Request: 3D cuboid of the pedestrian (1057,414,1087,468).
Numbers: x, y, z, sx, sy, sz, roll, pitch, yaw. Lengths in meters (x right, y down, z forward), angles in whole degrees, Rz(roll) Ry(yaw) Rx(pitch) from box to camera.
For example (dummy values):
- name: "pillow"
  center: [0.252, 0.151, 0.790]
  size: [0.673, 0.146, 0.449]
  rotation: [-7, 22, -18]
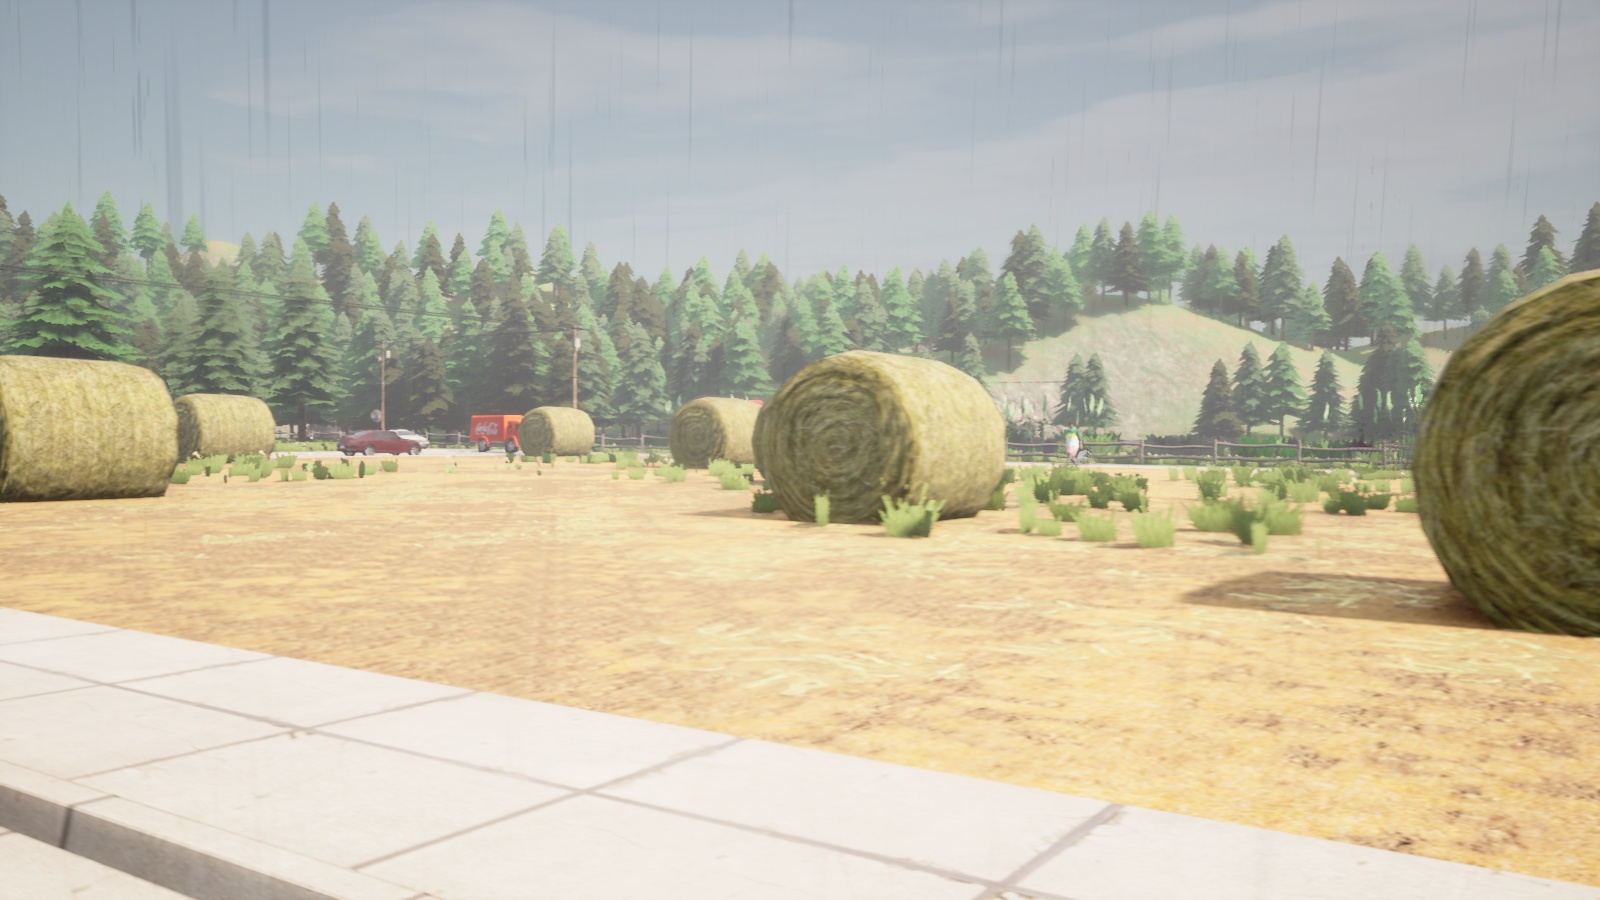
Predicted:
- name: "pedestrian"
  center: [9.937, -0.346, 45.854]
  size: [0.873, 1.952, 0.659]
  rotation: [-1, 1, -42]

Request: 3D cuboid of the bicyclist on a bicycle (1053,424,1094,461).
- name: "bicyclist on a bicycle"
  center: [13.474, -0.373, 61.931]
  size: [1.843, 1.776, 0.659]
  rotation: [0, 1, 37]

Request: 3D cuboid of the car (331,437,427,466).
- name: "car"
  center: [-22.274, 0.076, 66.635]
  size: [1.812, 1.442, 4.674]
  rotation: [0, 1, 35]

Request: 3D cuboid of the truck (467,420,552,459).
- name: "truck"
  center: [-19.087, -0.708, 82.432]
  size: [5.204, 2.467, 2.627]
  rotation: [0, 1, 37]

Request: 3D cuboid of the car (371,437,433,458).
- name: "car"
  center: [-28.397, -0.216, 89.563]
  size: [4.674, 1.442, 1.812]
  rotation: [0, 1, 37]
